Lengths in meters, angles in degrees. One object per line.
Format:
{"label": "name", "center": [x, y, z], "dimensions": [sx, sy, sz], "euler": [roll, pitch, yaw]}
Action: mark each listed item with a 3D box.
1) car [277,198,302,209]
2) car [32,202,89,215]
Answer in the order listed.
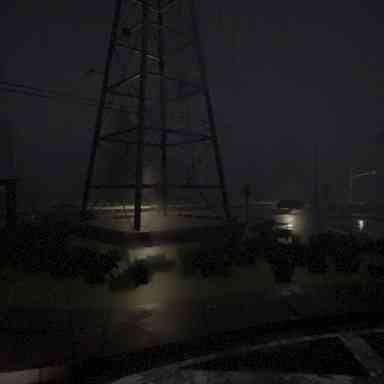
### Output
{"label": "car", "center": [13.477, 1.565, 45.431], "dimensions": [4.181, 1.385, 1.994], "euler": [0, 0, -41]}
{"label": "car", "center": [-9.738, 1.518, 25.470], "dimensions": [4.674, 1.442, 1.812], "euler": [0, 0, -41]}
